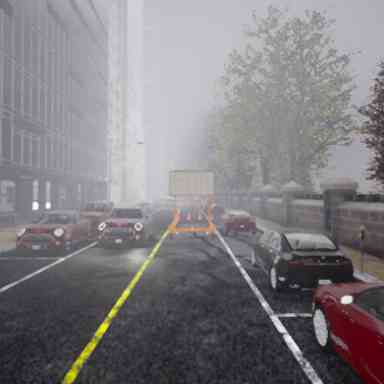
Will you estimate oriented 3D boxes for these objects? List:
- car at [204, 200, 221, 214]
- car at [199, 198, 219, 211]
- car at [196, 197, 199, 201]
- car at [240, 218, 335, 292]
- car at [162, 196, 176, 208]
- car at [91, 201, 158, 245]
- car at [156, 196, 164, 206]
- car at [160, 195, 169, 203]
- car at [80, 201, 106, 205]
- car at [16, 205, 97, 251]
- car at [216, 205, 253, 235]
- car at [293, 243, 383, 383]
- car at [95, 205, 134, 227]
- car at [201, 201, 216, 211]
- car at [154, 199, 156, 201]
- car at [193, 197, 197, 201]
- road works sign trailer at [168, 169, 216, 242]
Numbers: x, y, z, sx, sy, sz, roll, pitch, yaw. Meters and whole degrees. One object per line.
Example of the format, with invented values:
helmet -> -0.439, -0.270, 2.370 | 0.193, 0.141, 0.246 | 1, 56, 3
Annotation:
car -> 2.623, 1.864, 36.728 | 1.802, 1.307, 4.206 | 0, 0, -1
car -> 2.505, 1.629, 42.295 | 2.192, 1.841, 5.009 | 0, 0, -2
car -> 2.212, 1.923, 53.409 | 2.008, 1.369, 4.403 | 0, 0, -2
car -> 2.692, 1.632, 8.949 | 2.008, 1.369, 4.403 | 0, 0, 0
car -> -3.630, 1.912, 56.517 | 1.812, 1.442, 4.674 | 0, 0, -1
car -> -3.101, 1.492, 16.263 | 2.097, 1.767, 4.553 | 0, 0, 0
car -> -6.610, 2.008, 64.563 | 1.802, 1.307, 4.206 | 0, 0, -2
car -> -7.192, 1.851, 86.796 | 2.192, 1.841, 5.009 | 0, 0, -2
car -> -5.831, 1.484, 20.018 | 2.192, 1.841, 5.009 | 0, 0, 0
car -> -5.832, 1.566, 14.459 | 1.967, 1.590, 4.097 | 0, 0, 0
car -> 2.694, 1.715, 20.071 | 1.887, 1.381, 4.507 | 0, 0, 0
car -> 2.692, 1.577, 3.389 | 1.887, 1.381, 4.507 | 0, 0, 0
car -> -5.831, 1.774, 25.578 | 1.947, 1.339, 4.313 | 0, 0, 0
car -> 2.357, 1.925, 47.852 | 1.802, 1.307, 4.206 | 0, 0, -2
car -> -6.026, 1.878, 42.323 | 1.947, 1.339, 4.313 | 0, 0, -1
car -> 1.189, 2.116, 92.314 | 2.008, 1.369, 4.403 | 0, 0, -1
road works sign trailer -> 0.001, 0.613, 17.361 | 2.380, 3.560, 2.880 | 0, 0, 0
